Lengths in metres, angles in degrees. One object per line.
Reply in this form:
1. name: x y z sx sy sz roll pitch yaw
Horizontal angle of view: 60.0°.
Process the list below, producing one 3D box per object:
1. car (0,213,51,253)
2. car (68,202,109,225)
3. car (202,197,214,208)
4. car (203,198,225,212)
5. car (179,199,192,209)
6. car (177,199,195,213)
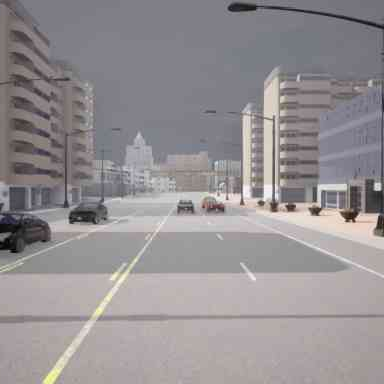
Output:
1. car: -7.366 1.569 13.477 1.994 1.385 4.181 0 0 -2
2. car: -7.606 1.523 24.826 1.882 1.535 5.008 0 0 -1
3. car: 2.540 1.481 49.137 2.097 1.767 4.553 0 0 -1
4. car: 2.751 1.698 39.731 1.895 1.301 4.718 0 0 -1
5. car: -0.936 1.728 48.143 1.895 1.301 4.718 0 0 -1
6. car: -0.716 1.583 38.180 2.128 1.511 4.902 0 0 -1
